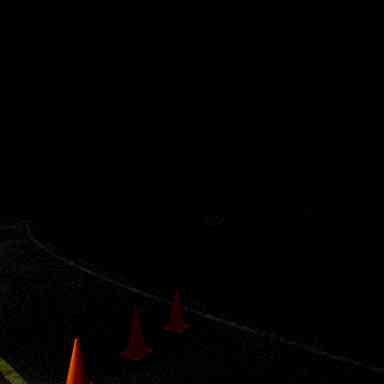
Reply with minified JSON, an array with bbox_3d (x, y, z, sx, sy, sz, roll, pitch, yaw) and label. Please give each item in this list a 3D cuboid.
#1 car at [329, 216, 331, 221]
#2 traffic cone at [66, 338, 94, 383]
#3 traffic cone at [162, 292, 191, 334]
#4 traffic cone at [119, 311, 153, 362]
[{"bbox_3d":[35.642,6.632,82.726,1.851,1.617,3.988,-4,-3,4],"label":"car"},{"bbox_3d":[-1.289,1.945,3.746,0.340,0.580,0.340,1,1,31],"label":"traffic cone"},{"bbox_3d":[-0.250,1.931,5.447,0.340,0.580,0.340,1,1,31],"label":"traffic cone"},{"bbox_3d":[-0.770,1.938,4.597,0.340,0.580,0.340,1,1,32],"label":"traffic cone"}]
